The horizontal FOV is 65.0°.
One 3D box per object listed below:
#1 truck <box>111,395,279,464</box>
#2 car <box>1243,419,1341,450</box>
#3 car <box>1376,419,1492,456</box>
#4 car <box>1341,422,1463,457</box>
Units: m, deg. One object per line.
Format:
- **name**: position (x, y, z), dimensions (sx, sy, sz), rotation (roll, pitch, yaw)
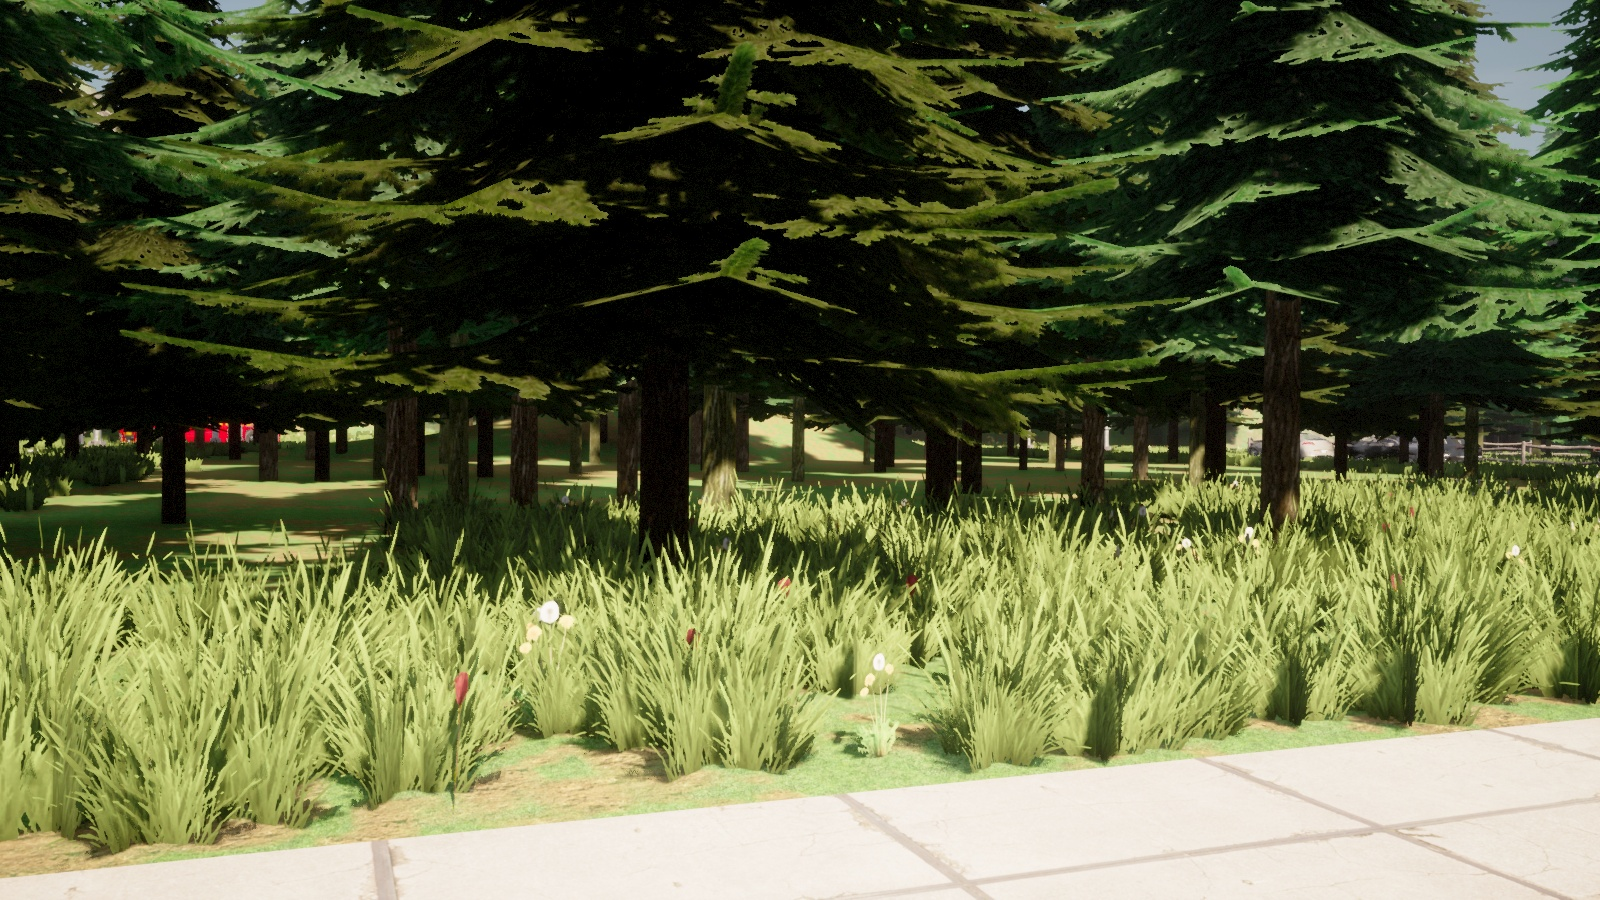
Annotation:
- **truck**: position (-35.417, -1.213, 73.895), dimensions (2.891, 3.827, 8.468), rotation (0, 1, 37)
- **car**: position (26.747, -0.852, 68.436), dimensions (2.152, 1.651, 5.027), rotation (-1, 1, -20)
- **car**: position (29.944, -0.590, 59.509), dimensions (2.033, 1.649, 4.856), rotation (-1, 1, -20)
- **car**: position (27.176, -0.491, 56.853), dimensions (2.128, 1.511, 4.902), rotation (-1, 1, -20)
